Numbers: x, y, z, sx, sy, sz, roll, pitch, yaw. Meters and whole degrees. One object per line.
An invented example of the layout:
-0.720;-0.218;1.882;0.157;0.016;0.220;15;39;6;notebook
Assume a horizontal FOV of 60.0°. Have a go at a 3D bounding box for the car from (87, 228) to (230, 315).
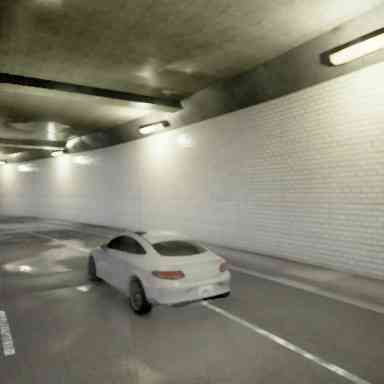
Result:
-1.022;1.584;7.800;1.812;1.442;4.674;0;0;-33;car
